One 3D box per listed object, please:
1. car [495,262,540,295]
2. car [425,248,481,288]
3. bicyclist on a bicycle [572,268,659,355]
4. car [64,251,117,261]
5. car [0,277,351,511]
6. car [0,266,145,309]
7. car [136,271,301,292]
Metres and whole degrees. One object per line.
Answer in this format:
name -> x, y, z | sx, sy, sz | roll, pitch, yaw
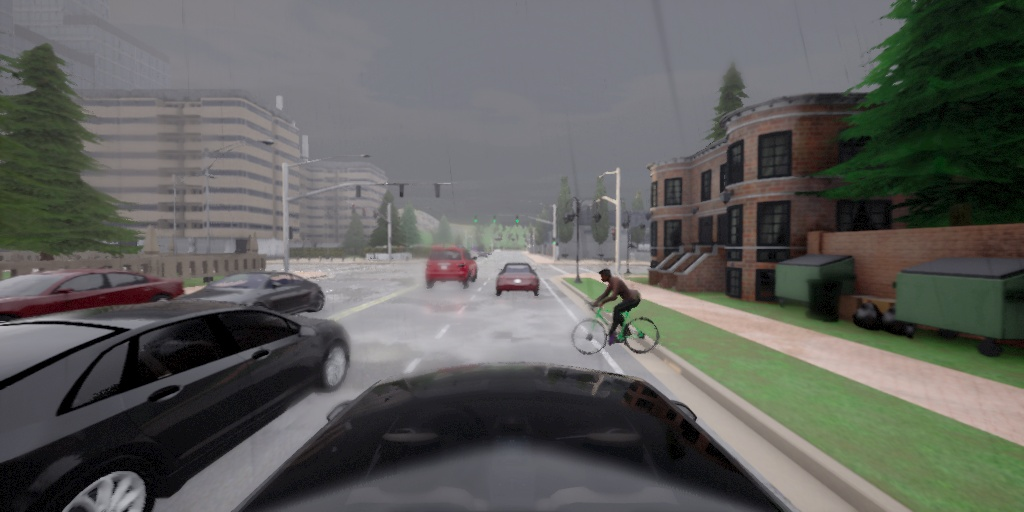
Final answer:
car -> 0.262, 0.990, 17.181 | 1.994, 1.385, 4.181 | 0, 1, 1
car -> -3.205, 0.581, 19.808 | 2.150, 2.045, 5.566 | 0, 1, 1
bicyclist on a bicycle -> 1.922, 1.044, 6.711 | 1.656, 1.620, 0.582 | -2, 1, 1
car -> -41.820, 0.129, 35.266 | 5.566, 2.045, 2.150 | 0, 1, 1
car -> -3.393, 1.206, 3.576 | 1.837, 1.490, 4.892 | 0, 2, 1
car -> -10.524, 1.053, 8.387 | 1.882, 1.535, 5.008 | 0, 1, 1
car -> -7.005, 1.121, 9.794 | 1.994, 1.385, 4.181 | 0, 1, 1
